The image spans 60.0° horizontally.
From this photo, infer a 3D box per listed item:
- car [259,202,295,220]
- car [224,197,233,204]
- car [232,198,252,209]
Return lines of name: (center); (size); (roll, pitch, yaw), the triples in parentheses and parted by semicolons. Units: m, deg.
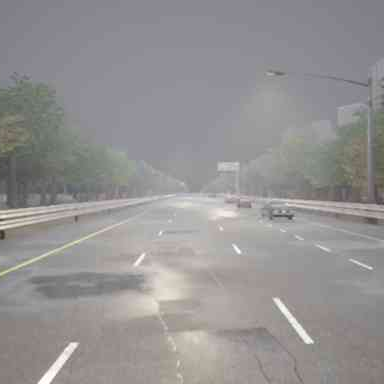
car: (7.065, 1.569, 28.057); (2.033, 1.411, 5.357); (0, 0, 0)
car: (7.277, 1.661, 64.787); (1.895, 1.301, 4.718); (0, 0, 0)
car: (7.154, 1.575, 46.583); (1.812, 1.442, 4.674); (0, 0, 0)
